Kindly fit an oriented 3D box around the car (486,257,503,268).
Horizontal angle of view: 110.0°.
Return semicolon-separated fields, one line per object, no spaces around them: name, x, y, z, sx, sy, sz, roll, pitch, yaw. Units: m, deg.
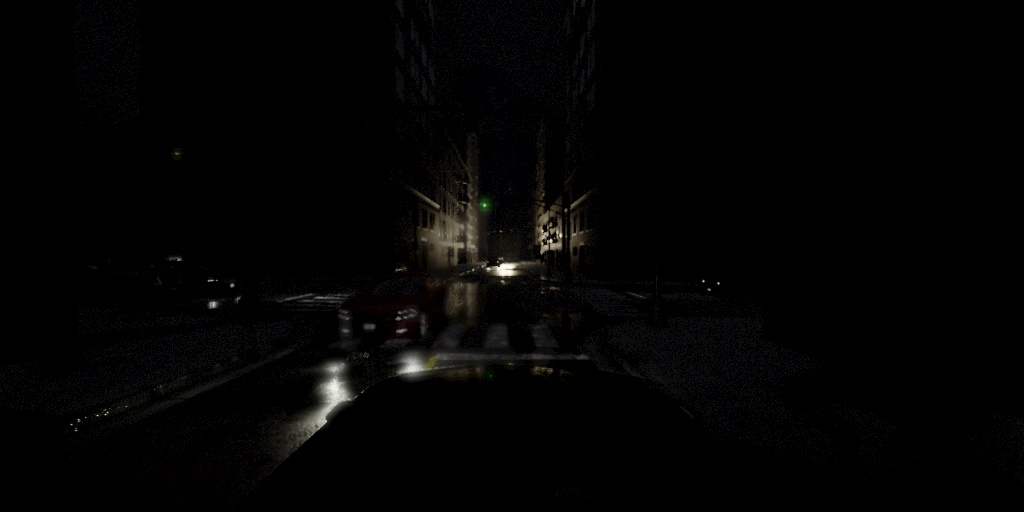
car;-2.913;0.911;56.565;2.097;1.767;4.553;0;0;0

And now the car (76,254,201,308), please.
car;-14.944;0.845;13.105;5.009;1.841;2.192;0;0;0

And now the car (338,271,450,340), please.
car;-2.988;1.209;10.046;1.882;1.535;5.008;0;0;0

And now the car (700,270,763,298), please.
car;12.790;1.518;19.231;4.718;1.301;1.895;1;1;0

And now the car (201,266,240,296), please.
car;-14.839;0.998;15.856;4.902;1.511;2.128;1;1;0
